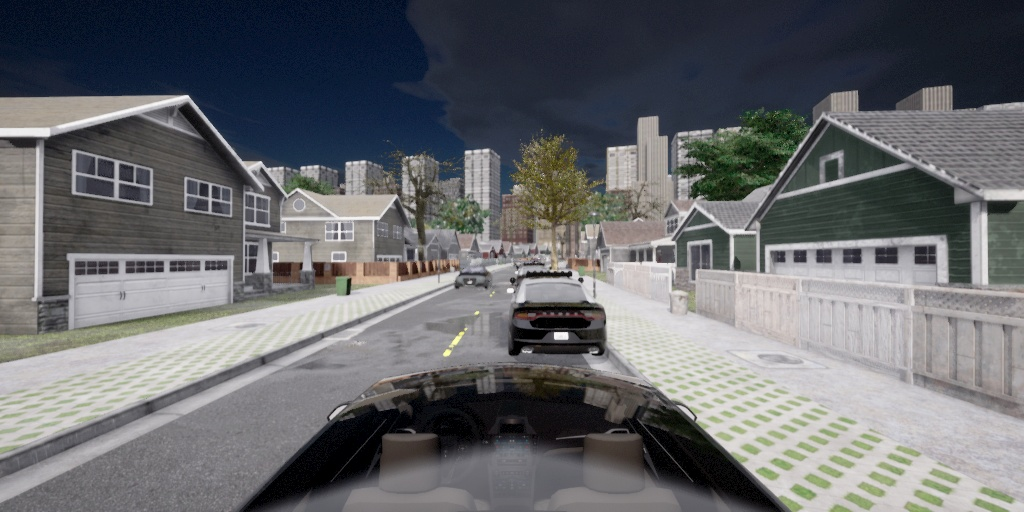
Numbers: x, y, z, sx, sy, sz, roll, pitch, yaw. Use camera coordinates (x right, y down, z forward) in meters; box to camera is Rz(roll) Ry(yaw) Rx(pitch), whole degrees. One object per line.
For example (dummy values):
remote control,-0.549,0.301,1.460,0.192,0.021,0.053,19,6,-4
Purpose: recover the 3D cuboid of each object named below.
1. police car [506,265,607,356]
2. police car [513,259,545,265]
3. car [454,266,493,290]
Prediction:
police car,0.891,1.175,8.762,1.930,1.638,5.238,0,0,1
police car,1.166,1.176,18.714,1.930,1.638,5.238,0,0,2
car,-2.321,1.317,22.439,1.994,1.385,4.181,0,0,3
